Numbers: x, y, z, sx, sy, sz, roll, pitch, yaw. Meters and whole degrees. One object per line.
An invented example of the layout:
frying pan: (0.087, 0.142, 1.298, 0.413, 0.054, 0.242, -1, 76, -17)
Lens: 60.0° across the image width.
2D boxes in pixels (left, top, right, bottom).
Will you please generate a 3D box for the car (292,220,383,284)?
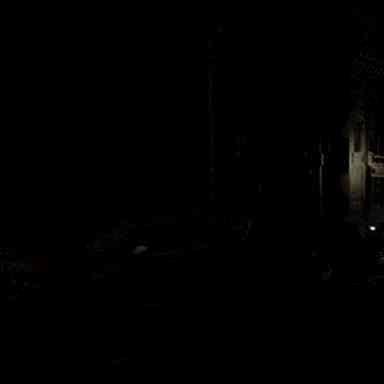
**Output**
car: (3.881, 1.504, 9.428, 4.313, 1.339, 1.947, -1, 0, -36)

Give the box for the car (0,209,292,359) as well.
car: (-0.707, 1.294, 6.151, 5.009, 1.841, 2.192, -1, 0, -36)
